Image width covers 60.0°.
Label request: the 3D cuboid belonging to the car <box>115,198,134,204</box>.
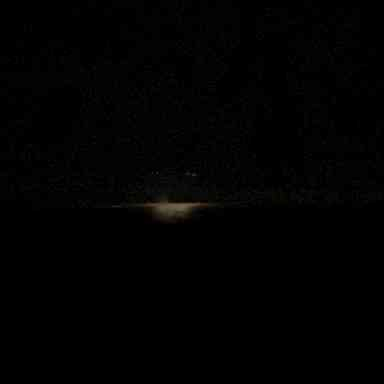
[{"bbox_3d":[-14.177,1.851,70.032,1.994,1.385,4.181,0,-1,36],"label":"car"}]
